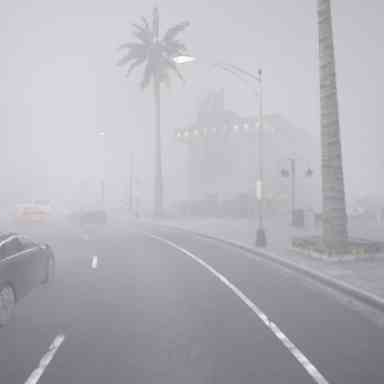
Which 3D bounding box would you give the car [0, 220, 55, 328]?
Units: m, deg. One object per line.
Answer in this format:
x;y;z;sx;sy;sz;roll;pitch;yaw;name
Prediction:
-4.306;1.589;6.975;2.128;1.511;4.902;0;-1;-9;car

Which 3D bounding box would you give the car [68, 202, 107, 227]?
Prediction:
-8.130;1.805;25.619;1.882;1.535;5.008;0;-1;-33;car

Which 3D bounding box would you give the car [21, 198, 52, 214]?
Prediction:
-17.132;1.700;35.683;5.566;2.045;2.150;0;-1;40;car

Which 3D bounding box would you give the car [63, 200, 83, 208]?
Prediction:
-21.851;2.042;61.260;4.553;1.767;2.185;-1;-1;32;car

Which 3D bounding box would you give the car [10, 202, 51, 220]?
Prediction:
-13.240;1.836;26.764;1.882;1.535;5.008;1;-1;-37;car
